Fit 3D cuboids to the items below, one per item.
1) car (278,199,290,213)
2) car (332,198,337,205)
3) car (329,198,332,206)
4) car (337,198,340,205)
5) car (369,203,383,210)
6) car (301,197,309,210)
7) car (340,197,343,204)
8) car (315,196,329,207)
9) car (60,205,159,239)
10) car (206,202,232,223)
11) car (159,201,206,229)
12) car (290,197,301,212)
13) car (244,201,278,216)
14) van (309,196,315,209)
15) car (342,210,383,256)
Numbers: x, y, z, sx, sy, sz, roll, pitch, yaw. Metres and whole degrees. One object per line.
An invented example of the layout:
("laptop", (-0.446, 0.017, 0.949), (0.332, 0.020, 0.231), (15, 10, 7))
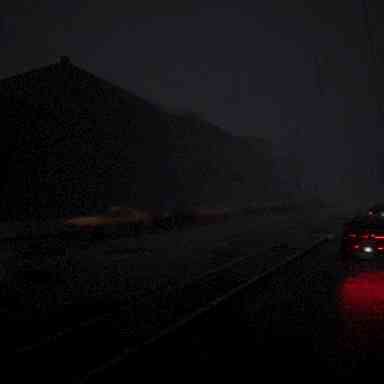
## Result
("car", (10.162, 1.852, 41.357), (2.002, 1.452, 4.674), (1, 0, 31))
("car", (30.198, 2.269, 74.294), (2.231, 1.521, 4.892), (1, 0, 31))
("car", (27.326, 2.202, 69.573), (2.097, 1.535, 5.008), (1, 0, 31))
("car", (33.084, 2.207, 79.036), (2.185, 1.767, 4.553), (1, 0, 31))
("car", (14.994, 1.690, 25.954), (2.097, 1.767, 4.553), (1, -1, 32))
("car", (15.857, 1.816, 50.715), (2.185, 1.767, 4.553), (1, 0, 31))
("car", (35.956, 2.273, 83.756), (2.185, 1.767, 4.553), (1, 0, 31))
("car", (24.507, 1.887, 64.932), (2.435, 2.045, 5.566), (1, 0, 31))
("car", (-4.290, 1.480, 17.594), (1.946, 1.575, 5.366), (1, 0, 31))
("car", (1.454, 1.611, 27.036), (1.946, 1.575, 5.366), (1, 0, 31))
("car", (-1.306, 1.426, 22.502), (2.185, 1.767, 4.553), (1, 0, 31))
("car", (12.986, 1.751, 45.995), (2.185, 1.767, 4.553), (1, 0, 31))
("car", (7.295, 1.748, 36.640), (2.231, 1.521, 4.892), (1, 0, 31))
("van", (18.653, 1.779, 55.310), (1.878, 1.987, 4.442), (1, 0, 31))
("car", (7.158, 1.672, 13.149), (1.837, 1.490, 4.892), (1, 0, 32))
